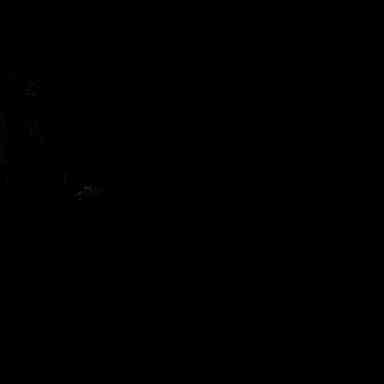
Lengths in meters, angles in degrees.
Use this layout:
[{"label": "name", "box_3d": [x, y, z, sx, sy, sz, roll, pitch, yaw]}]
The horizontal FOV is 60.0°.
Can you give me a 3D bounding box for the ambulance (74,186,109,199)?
[{"label": "ambulance", "box_3d": [-18.410, 0.112, 61.113, 2.351, 2.431, 6.366, -1, 0, 35]}]
